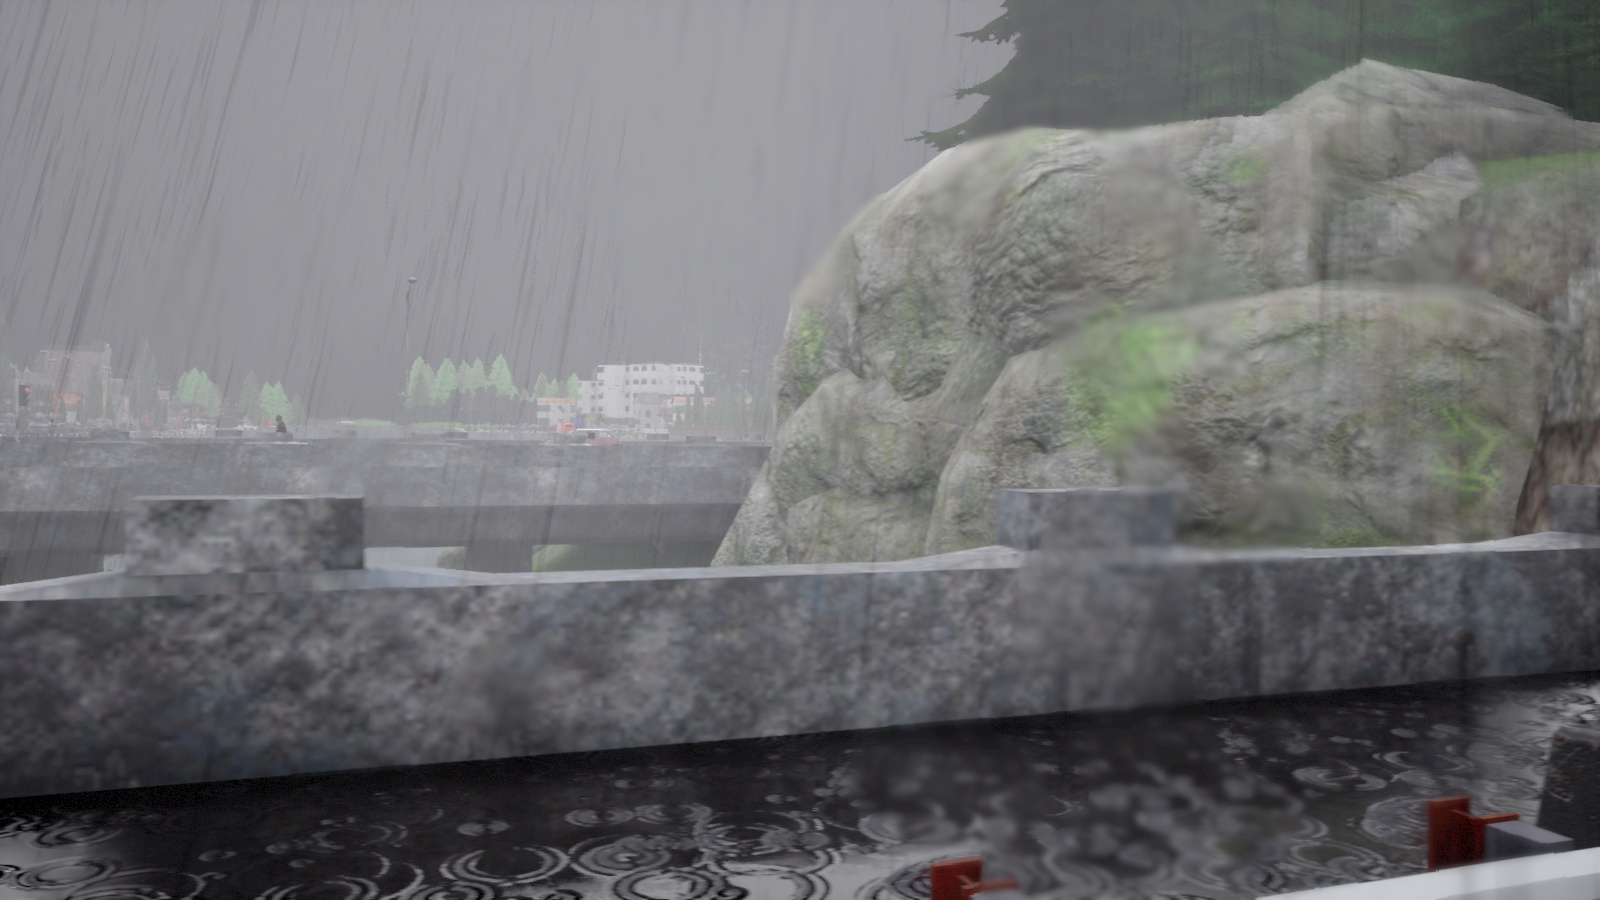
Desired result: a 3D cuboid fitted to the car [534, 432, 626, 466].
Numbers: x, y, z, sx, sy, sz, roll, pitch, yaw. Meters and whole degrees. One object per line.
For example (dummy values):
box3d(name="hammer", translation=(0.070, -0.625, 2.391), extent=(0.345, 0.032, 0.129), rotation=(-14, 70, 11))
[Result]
box3d(name="car", translation=(-10.024, -0.059, 57.188), extent=(3.806, 1.475, 1.970), rotation=(-1, 1, -21))
